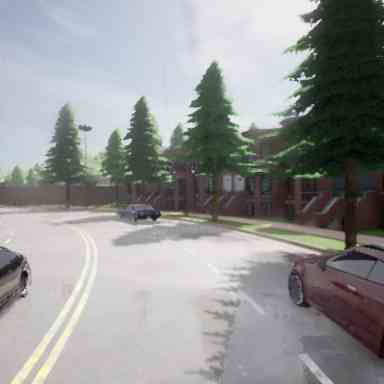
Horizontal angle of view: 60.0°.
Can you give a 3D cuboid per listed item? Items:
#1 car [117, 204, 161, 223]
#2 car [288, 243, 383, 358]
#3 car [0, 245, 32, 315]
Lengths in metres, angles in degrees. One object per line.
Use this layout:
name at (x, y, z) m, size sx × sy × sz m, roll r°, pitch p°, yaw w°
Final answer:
car at (-4.252, 1.590, 25.831) m, size 1.895 × 1.301 × 4.718 m, roll -1°, pitch 0°, yaw -31°
car at (3.044, 1.489, 4.955) m, size 1.812 × 1.442 × 4.674 m, roll 0°, pitch 0°, yaw -6°
car at (-4.270, 1.591, 5.642) m, size 1.994 × 1.385 × 4.181 m, roll 0°, pitch 0°, yaw -10°
